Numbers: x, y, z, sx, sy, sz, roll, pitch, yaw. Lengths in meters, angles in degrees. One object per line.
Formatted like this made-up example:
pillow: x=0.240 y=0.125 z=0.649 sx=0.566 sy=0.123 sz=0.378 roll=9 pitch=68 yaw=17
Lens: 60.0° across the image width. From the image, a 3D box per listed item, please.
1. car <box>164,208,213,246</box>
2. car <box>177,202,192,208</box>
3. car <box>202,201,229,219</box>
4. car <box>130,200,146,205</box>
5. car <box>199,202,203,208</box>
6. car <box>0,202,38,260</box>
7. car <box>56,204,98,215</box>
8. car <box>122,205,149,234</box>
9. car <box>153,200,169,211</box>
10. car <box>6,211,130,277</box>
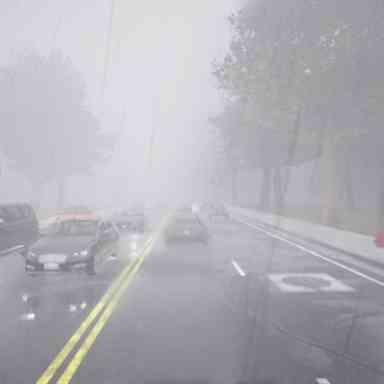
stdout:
car: x=-0.282 y=1.709 z=16.113 sx=1.994 sy=1.385 sz=4.181 roll=-1 pitch=-1 yaw=-1
car: x=-0.941 y=1.955 z=41.523 sx=1.895 sy=1.301 sz=4.718 roll=-1 pitch=0 yaw=-2
car: x=2.450 y=1.802 z=32.485 sx=2.033 sy=1.411 sz=5.357 roll=-1 pitch=0 yaw=-1
car: x=-7.709 y=1.943 z=47.698 sx=1.882 sy=1.535 sz=5.008 roll=-1 pitch=0 yaw=-2
car: x=2.103 y=1.931 z=47.538 sx=1.994 sy=1.385 sz=4.181 roll=-1 pitch=0 yaw=-1
car: x=-6.842 y=1.381 z=10.662 sx=2.150 sy=2.045 sz=5.566 roll=-1 pitch=-1 yaw=-2
car: x=-7.089 y=1.600 z=20.517 sx=2.097 sy=1.767 sz=4.553 roll=-1 pitch=-1 yaw=-1
car: x=-3.837 y=1.783 z=20.839 sx=1.994 sy=1.385 sz=4.181 roll=-1 pitch=0 yaw=-1
car: x=-4.460 y=1.931 z=47.783 sx=1.837 sy=1.490 sz=4.892 roll=-1 pitch=0 yaw=-2
car: x=-3.588 y=1.621 z=10.809 sx=2.128 sy=1.511 sz=4.902 roll=-1 pitch=0 yaw=-1
